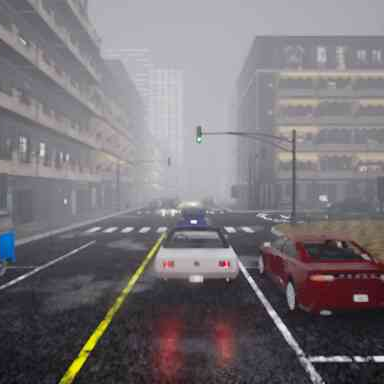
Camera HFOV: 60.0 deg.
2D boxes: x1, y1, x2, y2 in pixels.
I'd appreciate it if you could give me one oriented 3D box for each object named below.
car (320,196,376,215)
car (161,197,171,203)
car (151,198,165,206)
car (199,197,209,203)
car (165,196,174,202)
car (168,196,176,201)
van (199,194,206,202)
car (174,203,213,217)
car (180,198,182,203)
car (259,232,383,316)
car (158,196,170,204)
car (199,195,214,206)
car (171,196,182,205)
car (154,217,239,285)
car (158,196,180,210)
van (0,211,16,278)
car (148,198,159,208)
[{"bbox_3d":[14.156,1.149,30.481,4.553,1.767,2.097,-1,0,1],"label":"car"},{"bbox_3d":[-5.685,1.747,73.105,1.802,1.307,4.206,-1,0,0],"label":"car"},{"bbox_3d":[-5.688,1.686,56.521,1.947,1.339,4.313,0,0,0],"label":"car"},{"bbox_3d":[2.696,1.716,73.098,2.008,1.369,4.403,-1,0,0],"label":"car"},{"bbox_3d":[-5.683,1.721,83.991,1.752,1.417,4.829,-1,0,0],"label":"car"},{"bbox_3d":[-5.681,1.812,95.217,1.802,1.307,4.206,-1,0,0],"label":"car"},{"bbox_3d":[2.695,1.538,84.154,1.690,1.788,3.998,-1,0,0],"label":"van"},{"bbox_3d":[0.102,1.601,20.138,1.994,1.385,4.181,0,0,0],"label":"car"},{"bbox_3d":[-3.067,1.663,54.714,2.033,1.411,5.357,0,0,0],"label":"car"},{"bbox_3d":[2.684,1.558,7.516,1.887,1.381,4.507,0,0,0],"label":"car"},{"bbox_3d":[-5.687,1.590,67.577,1.967,1.590,4.097,-1,0,0],"label":"car"},{"bbox_3d":[2.691,1.560,56.515,1.967,1.590,4.097,-1,0,0],"label":"car"},{"bbox_3d":[-2.990,1.648,65.075,1.837,1.490,4.892,0,0,0],"label":"car"},{"bbox_3d":[0.102,1.618,9.521,1.895,1.301,4.718,0,0,0],"label":"car"},{"bbox_3d":[-3.086,1.656,45.327,1.994,1.385,4.181,0,0,0],"label":"car"},{"bbox_3d":[-5.698,1.354,7.518,1.690,1.788,3.998,0,0,0],"label":"van"},{"bbox_3d":[-5.688,1.657,50.994,2.008,1.369,4.403,0,0,0],"label":"car"}]
